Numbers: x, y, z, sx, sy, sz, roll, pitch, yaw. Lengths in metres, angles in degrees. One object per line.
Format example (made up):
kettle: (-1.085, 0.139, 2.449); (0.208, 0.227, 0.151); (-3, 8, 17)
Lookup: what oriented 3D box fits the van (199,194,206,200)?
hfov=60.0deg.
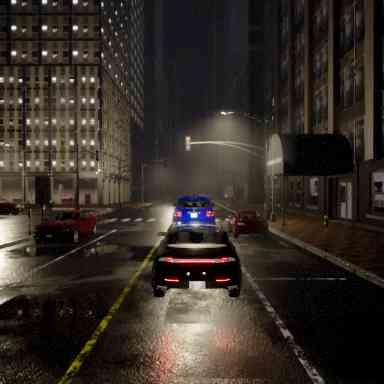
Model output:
van: (2.720, 1.312, 89.214); (1.690, 1.788, 3.998); (0, 0, 0)

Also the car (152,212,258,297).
car: (0.102, 1.491, 8.538); (2.128, 1.511, 4.902); (0, 0, 0)

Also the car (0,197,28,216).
car: (-18.597, 1.308, 31.109); (5.009, 1.841, 2.192); (0, 0, 1)

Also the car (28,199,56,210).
car: (-18.507, 1.498, 39.491); (4.403, 1.369, 2.008); (0, 0, 1)

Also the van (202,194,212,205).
van: (2.708, 1.328, 60.731); (1.690, 1.788, 3.998); (0, 0, 0)

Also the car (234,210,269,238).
car: (2.821, 1.580, 17.138); (1.802, 1.307, 4.206); (0, 0, 0)

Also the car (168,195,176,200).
car: (-5.657, 1.533, 94.915); (1.947, 1.339, 4.313); (0, 0, 0)

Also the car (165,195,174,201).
car: (-5.662, 1.541, 83.522); (1.947, 1.339, 4.313); (0, 0, 0)

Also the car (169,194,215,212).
car: (0.096, 1.219, 18.457); (2.150, 2.045, 5.566); (0, 0, 0)

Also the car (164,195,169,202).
car: (-5.664, 1.524, 77.825); (1.887, 1.381, 4.507); (0, 0, 0)

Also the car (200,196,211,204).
car: (2.711, 1.535, 66.427); (2.008, 1.369, 4.403); (0, 0, 0)

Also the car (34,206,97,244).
car: (-5.819, 1.543, 15.765); (1.887, 1.381, 4.507); (0, 0, 0)
